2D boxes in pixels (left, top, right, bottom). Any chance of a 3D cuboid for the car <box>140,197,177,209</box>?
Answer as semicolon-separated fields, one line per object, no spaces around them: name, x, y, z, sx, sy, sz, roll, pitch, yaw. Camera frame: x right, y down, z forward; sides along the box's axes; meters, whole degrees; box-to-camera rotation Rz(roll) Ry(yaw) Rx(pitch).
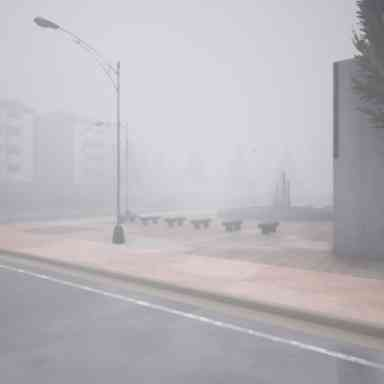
car;-4.340;1.513;46.938;4.892;1.490;1.837;0;0;-40

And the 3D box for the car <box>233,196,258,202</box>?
car;9.616;1.275;55.388;4.181;1.385;1.994;0;0;-20
